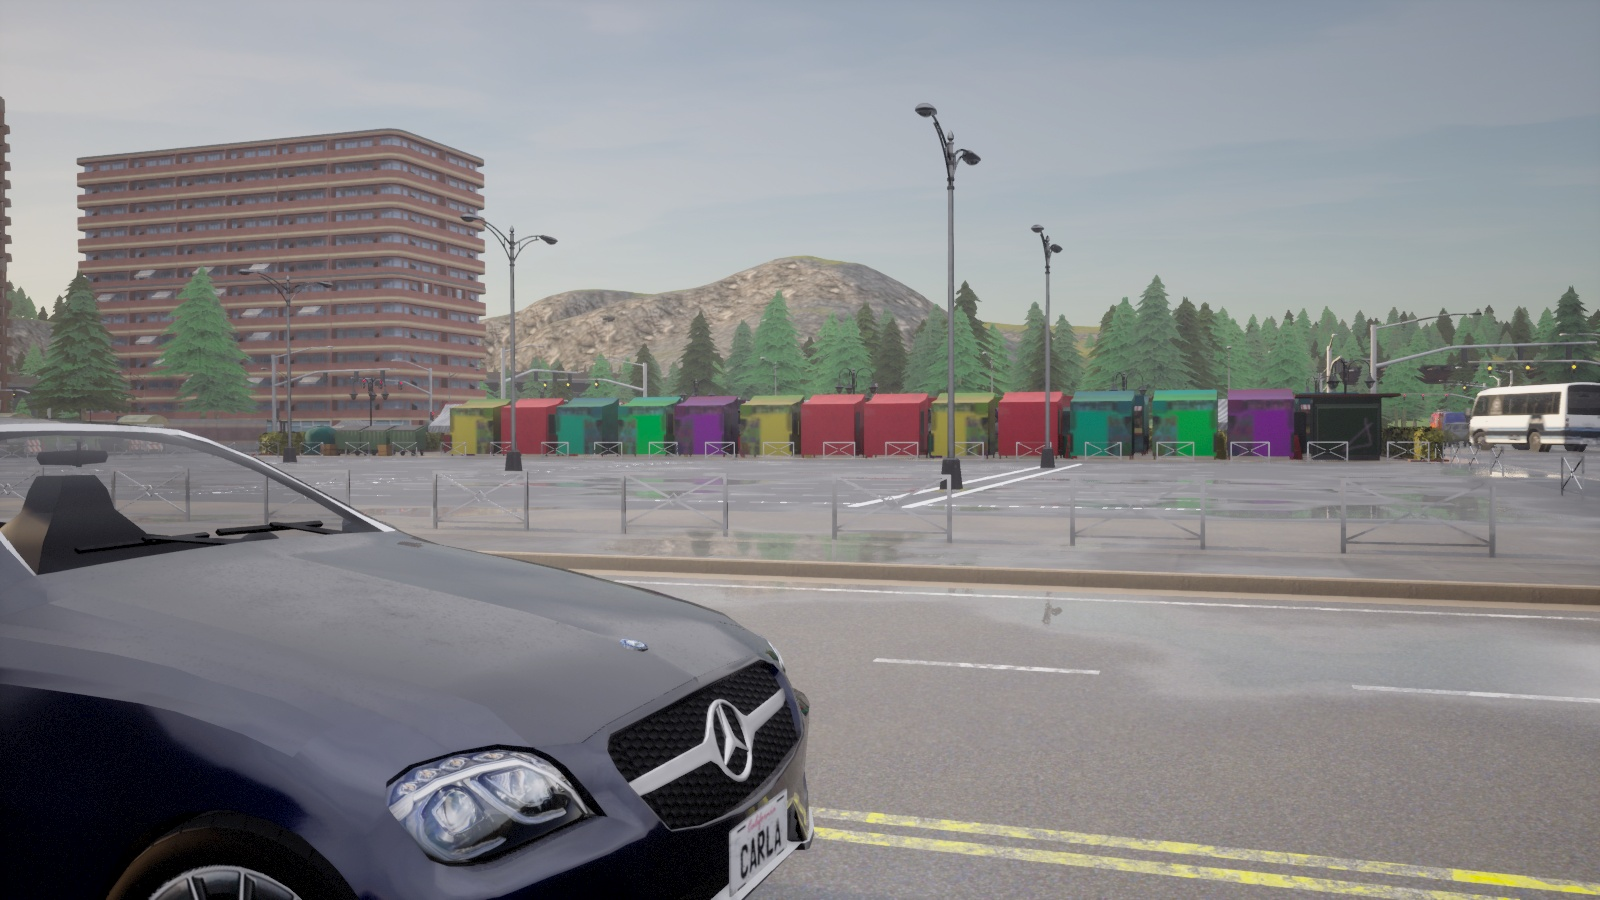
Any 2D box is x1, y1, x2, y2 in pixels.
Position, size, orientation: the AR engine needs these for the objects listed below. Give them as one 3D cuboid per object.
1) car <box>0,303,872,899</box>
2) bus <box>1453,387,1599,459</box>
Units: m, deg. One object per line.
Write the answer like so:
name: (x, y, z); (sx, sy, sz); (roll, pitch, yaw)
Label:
car: (-2.485, 0.531, 4.025); (5.027, 1.651, 2.152); (1, 1, 19)
bus: (47.160, -1.672, 81.098); (3.944, 4.253, 10.273); (2, 1, -4)
